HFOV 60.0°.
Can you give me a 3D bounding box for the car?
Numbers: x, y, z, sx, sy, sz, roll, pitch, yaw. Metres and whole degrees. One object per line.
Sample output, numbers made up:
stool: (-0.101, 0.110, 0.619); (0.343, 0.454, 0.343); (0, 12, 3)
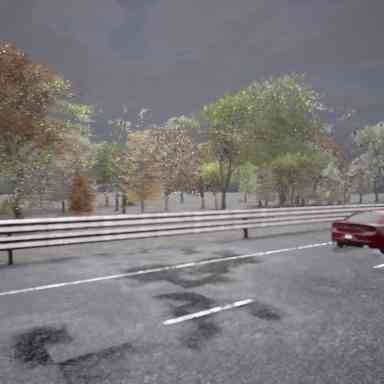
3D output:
car: (7.710, 1.479, 13.546); (5.008, 1.535, 1.882); (0, 0, -36)
